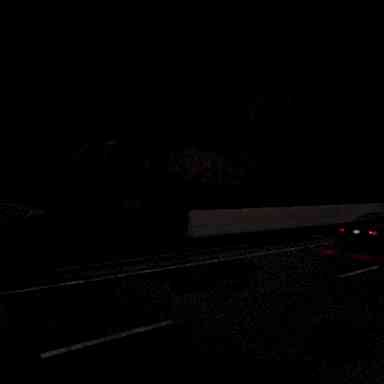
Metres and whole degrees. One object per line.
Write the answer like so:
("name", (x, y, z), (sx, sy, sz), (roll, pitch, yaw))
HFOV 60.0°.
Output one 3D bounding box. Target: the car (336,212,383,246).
("car", (8.269, 1.563, 14.066), (5.357, 1.411, 2.033), (0, 0, -35))
